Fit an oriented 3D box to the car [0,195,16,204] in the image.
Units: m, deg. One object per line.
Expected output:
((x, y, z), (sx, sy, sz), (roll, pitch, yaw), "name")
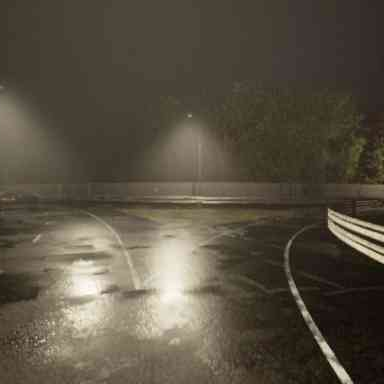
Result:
((-28.135, 1.072, 50.152), (1.895, 1.301, 4.718), (0, 1, -39), "car")

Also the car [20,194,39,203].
((-25.755, 1.027, 52.608), (1.994, 1.385, 4.181), (0, 0, -39), "car")
